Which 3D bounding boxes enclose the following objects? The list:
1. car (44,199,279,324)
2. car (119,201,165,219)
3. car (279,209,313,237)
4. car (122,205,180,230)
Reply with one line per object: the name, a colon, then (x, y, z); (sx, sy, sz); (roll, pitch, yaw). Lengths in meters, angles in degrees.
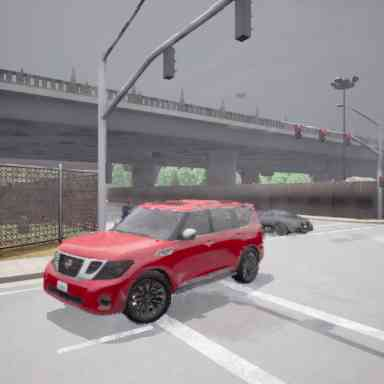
car: (-0.360, 1.227, 7.643); (2.150, 2.045, 5.566); (2, 1, 40)
car: (-4.809, 1.603, 31.160); (2.033, 1.411, 5.357); (0, 0, -36)
car: (4.537, 1.609, 18.545); (1.994, 1.385, 4.181); (0, 0, -39)
car: (-2.911, 1.656, 22.481); (1.895, 1.301, 4.718); (0, 0, -36)
